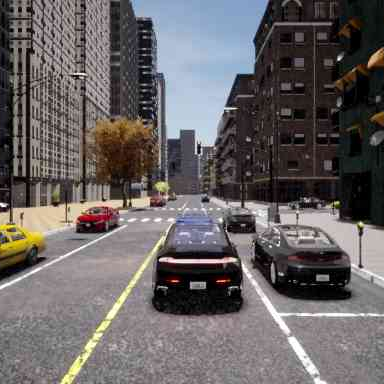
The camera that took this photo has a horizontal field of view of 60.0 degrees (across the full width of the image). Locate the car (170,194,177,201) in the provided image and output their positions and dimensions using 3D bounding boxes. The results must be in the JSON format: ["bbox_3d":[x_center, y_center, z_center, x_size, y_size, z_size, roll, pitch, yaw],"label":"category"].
[{"bbox_3d":[-5.308,1.649,85.724,1.947,1.339,4.313,0,0,0],"label":"car"}]

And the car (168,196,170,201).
[{"bbox_3d":[-5.432,1.607,58.109,1.947,1.339,4.313,0,0,0],"label":"car"}]

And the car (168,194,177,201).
[{"bbox_3d":[-5.284,1.410,91.246,2.192,1.841,5.009,0,0,0],"label":"car"}]

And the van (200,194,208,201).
[{"bbox_3d":[3.072,1.425,85.686,1.690,1.788,3.998,0,0,0],"label":"van"}]

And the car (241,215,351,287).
[{"bbox_3d":[2.728,1.552,9.095,2.008,1.369,4.403,0,0,0],"label":"car"}]

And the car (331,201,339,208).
[{"bbox_3d":[18.999,1.259,39.548,4.829,1.417,1.752,-1,1,0],"label":"car"}]

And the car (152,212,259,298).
[{"bbox_3d":[0.126,1.492,8.496,2.128,1.511,4.902,0,0,0],"label":"car"}]

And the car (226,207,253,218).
[{"bbox_3d":[2.778,1.555,20.161,2.008,1.369,4.403,0,0,0],"label":"car"}]

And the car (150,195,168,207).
[{"bbox_3d":[-5.457,1.349,52.586,2.192,1.841,5.009,0,0,0],"label":"car"}]

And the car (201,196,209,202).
[{"bbox_3d":[3.049,1.599,80.332,1.752,1.417,4.829,0,0,0],"label":"car"}]

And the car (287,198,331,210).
[{"bbox_3d":[13.602,1.359,39.518,4.403,1.369,2.008,-1,1,0],"label":"car"}]

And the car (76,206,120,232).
[{"bbox_3d":[-5.602,1.549,20.198,1.887,1.381,4.507,0,0,0],"label":"car"}]

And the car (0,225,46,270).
[{"bbox_3d":[-5.653,1.526,8.963,1.752,1.417,4.829,0,0,0],"label":"car"}]

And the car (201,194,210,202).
[{"bbox_3d":[3.023,1.630,74.639,1.947,1.339,4.313,0,0,0],"label":"car"}]

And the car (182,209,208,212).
[{"bbox_3d":[0.159,1.605,18.613,1.895,1.301,4.718,0,0,1],"label":"car"}]
